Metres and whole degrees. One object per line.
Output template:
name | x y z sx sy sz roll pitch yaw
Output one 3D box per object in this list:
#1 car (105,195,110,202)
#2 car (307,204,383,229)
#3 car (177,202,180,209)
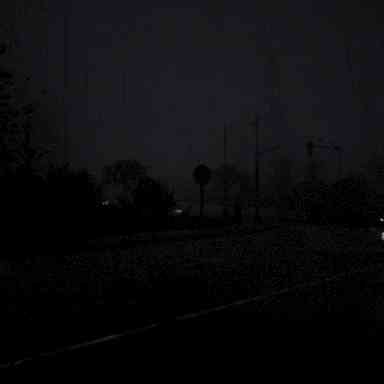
car | -17.559 1.067 64.434 2.128 1.511 4.902 0 1 -36
car | 10.045 1.496 21.447 2.033 1.411 5.357 0 0 -32
car | -3.262 1.453 42.462 1.812 1.442 4.674 0 1 -32
